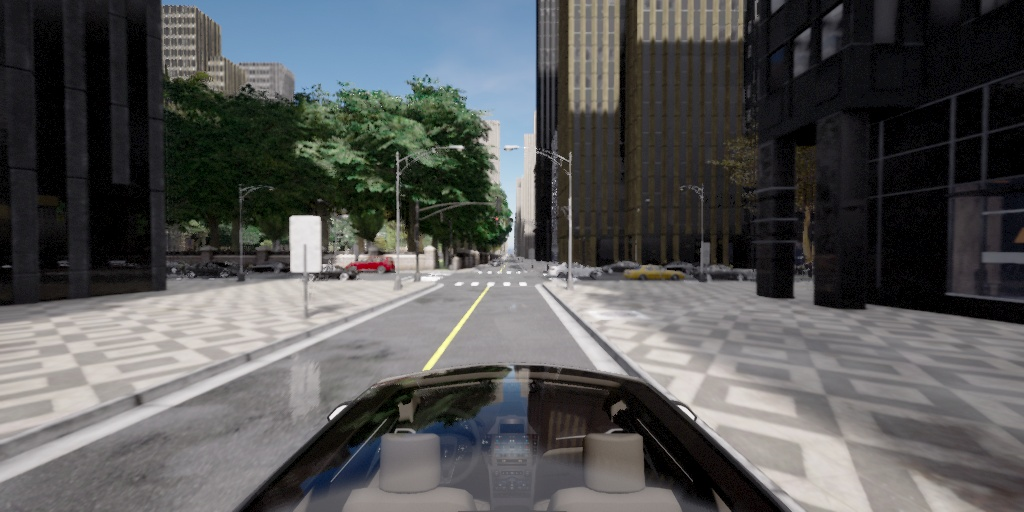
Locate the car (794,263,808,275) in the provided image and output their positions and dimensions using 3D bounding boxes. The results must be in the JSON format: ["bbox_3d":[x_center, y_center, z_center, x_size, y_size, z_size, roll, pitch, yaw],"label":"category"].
[{"bbox_3d":[30.309,1.304,35.535,4.181,1.385,1.994,0,1,0],"label":"car"}]

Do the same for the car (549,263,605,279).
[{"bbox_3d":[5.683,1.313,32.590,4.674,1.442,1.812,0,1,0],"label":"car"}]

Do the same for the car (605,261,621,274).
[{"bbox_3d":[11.638,1.215,38.324,4.403,1.370,2.007,0,0,0],"label":"car"}]

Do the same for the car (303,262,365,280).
[{"bbox_3d":[-15.064,1.371,29.948,4.313,1.339,1.948,0,0,0],"label":"car"}]

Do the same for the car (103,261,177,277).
[{"bbox_3d":[-31.435,1.353,30.039,4.403,1.370,2.007,0,0,0],"label":"car"}]

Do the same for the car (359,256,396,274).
[{"bbox_3d":[-15.026,0.957,38.472,5.009,1.841,2.192,0,0,0],"label":"car"}]

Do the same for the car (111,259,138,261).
[{"bbox_3d":[-42.308,1.078,38.624,4.097,1.591,1.967,0,0,0],"label":"car"}]

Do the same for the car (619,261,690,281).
[{"bbox_3d":[11.770,1.353,29.799,4.829,1.417,1.751,0,0,0],"label":"car"}]

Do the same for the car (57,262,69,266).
[{"bbox_3d":[-36.892,1.384,30.070,4.207,1.307,1.802,0,0,0],"label":"car"}]

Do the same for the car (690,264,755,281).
[{"bbox_3d":[17.112,1.385,29.770,4.403,1.370,2.007,0,0,0],"label":"car"}]

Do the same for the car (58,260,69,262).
[{"bbox_3d":[-47.764,1.078,38.654,4.097,1.591,1.967,0,0,0],"label":"car"}]

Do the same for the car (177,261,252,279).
[{"bbox_3d":[-27.064,1.299,32.764,4.892,1.490,1.837,0,1,0],"label":"car"}]

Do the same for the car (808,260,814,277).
[{"bbox_3d":[28.137,1.164,29.709,5.009,1.841,2.192,0,0,0],"label":"car"}]

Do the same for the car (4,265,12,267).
[{"bbox_3d":[-42.349,1.384,30.100,4.207,1.307,1.802,0,0,0],"label":"car"}]

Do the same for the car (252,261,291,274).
[{"bbox_3d":[-25.938,1.206,38.533,4.313,1.339,1.948,0,0,0],"label":"car"}]
